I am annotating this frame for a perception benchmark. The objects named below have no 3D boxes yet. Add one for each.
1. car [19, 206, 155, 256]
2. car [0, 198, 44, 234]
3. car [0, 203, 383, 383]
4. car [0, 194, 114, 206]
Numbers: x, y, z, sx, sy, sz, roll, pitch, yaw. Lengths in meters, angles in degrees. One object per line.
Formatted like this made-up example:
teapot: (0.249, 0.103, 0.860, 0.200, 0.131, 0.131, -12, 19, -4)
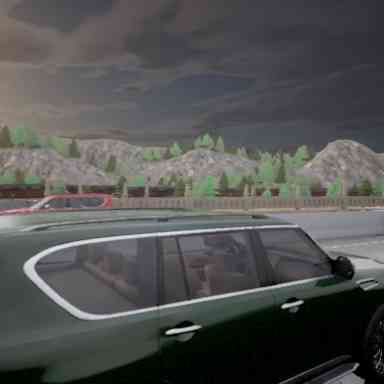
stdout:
car: (-4.196, 1.419, 13.558, 4.902, 1.511, 2.128, 0, 0, -32)
car: (-10.539, 1.251, 17.730, 4.553, 1.767, 2.097, 0, 0, -34)
car: (0.230, 1.202, 3.763, 5.566, 2.045, 2.150, 0, 0, -34)
car: (-6.407, 1.133, 16.334, 5.566, 2.045, 2.150, 0, 0, -33)
